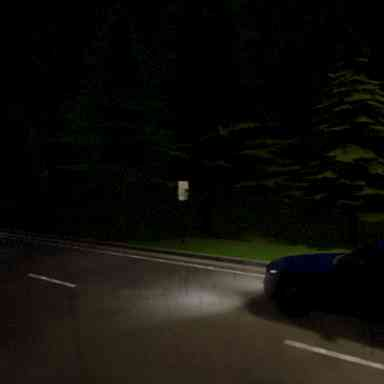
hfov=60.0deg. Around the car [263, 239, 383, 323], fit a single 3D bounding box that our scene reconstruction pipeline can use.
[{"bbox_3d":[3.572,1.527,5.742,4.674,1.442,1.812,0,0,36],"label":"car"}]
